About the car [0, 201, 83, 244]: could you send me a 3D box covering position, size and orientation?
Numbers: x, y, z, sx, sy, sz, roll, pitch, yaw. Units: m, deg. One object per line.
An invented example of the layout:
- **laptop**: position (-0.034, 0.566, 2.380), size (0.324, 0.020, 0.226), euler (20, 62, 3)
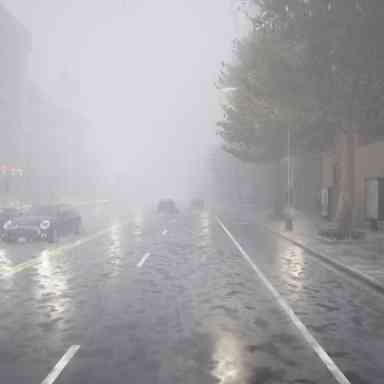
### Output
- **car**: position (-6.862, 1.351, 15.740), size (2.097, 1.767, 4.553), euler (0, 0, 1)

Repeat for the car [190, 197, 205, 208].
- **car**: position (0.740, 1.505, 47.427), size (1.837, 1.490, 4.892), euler (0, 0, 1)

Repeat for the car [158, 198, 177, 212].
- **car**: position (-2.879, 1.504, 38.582), size (1.837, 1.490, 4.892), euler (0, 0, 1)
